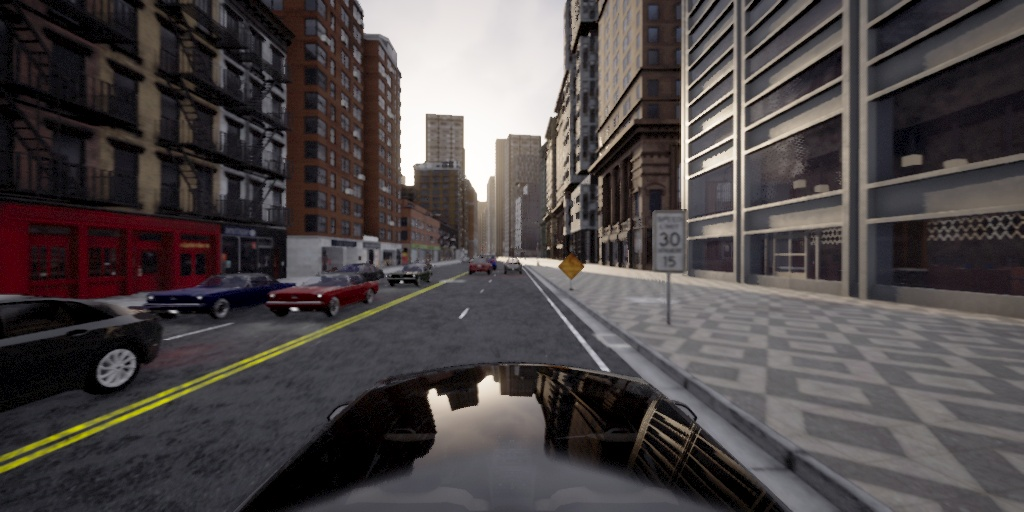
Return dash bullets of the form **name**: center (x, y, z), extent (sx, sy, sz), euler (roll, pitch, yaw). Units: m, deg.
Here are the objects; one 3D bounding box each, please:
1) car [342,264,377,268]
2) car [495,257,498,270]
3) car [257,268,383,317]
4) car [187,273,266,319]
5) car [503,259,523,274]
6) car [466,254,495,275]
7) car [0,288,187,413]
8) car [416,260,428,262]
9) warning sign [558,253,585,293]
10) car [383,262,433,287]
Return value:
- **car**: center (-9.842, 1.193, 22.888), extent (2.033, 1.411, 5.357), euler (0, 0, 1)
- **car**: center (-3.150, 0.746, 48.126), extent (2.150, 2.045, 5.566), euler (0, 1, 0)
- **car**: center (-6.597, 1.296, 13.091), extent (1.895, 1.301, 4.718), euler (0, 0, 0)
- **car**: center (-9.856, 1.298, 12.649), extent (1.895, 1.301, 4.718), euler (0, 0, 0)
- **car**: center (0.103, 1.066, 37.325), extent (2.128, 1.511, 4.902), euler (0, 0, 0)
- **car**: center (-3.152, 0.928, 36.795), extent (2.097, 1.767, 4.553), euler (0, 0, 1)
- **car**: center (-6.612, 1.245, 3.818), extent (1.837, 1.490, 4.892), euler (0, 0, -1)
- **car**: center (-9.752, 1.134, 38.338), extent (1.994, 1.385, 4.181), euler (0, 0, 0)
- **warning sign**: center (2.851, 0.789, 17.262), extent (1.300, 1.860, 1.060), euler (0, 0, 0)
- **car**: center (-6.589, 1.243, 23.614), extent (1.895, 1.301, 4.718), euler (0, 0, 0)
